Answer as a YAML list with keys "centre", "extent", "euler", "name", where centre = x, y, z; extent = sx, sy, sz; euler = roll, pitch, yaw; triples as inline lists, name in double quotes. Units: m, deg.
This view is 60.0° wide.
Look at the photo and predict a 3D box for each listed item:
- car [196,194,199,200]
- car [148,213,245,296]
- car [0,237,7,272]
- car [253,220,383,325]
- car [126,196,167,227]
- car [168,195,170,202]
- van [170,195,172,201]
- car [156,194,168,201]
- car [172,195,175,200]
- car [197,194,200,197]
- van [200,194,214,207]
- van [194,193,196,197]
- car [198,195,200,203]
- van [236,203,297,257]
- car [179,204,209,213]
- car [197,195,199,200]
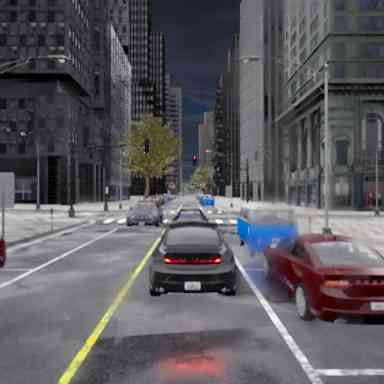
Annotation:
- centre: [2.397, 1.626, 72.297]
  extent: [2.008, 1.369, 4.403]
  euler: [0, 0, 0]
  name: "car"
- centre: [0.019, 1.509, 8.641]
  extent: [1.837, 1.490, 4.892]
  euler: [0, 0, 0]
  name: "car"
- centre: [-5.811, 1.548, 7.110]
  extent: [1.887, 1.381, 4.507]
  euler: [0, 0, 0]
  name: "car"
- centre: [2.744, 1.548, 7.135]
  extent: [1.887, 1.381, 4.507]
  euler: [0, 0, 0]
  name: "car"
- centre: [-3.115, 1.365, 22.723]
  extent: [2.097, 1.767, 4.553]
  euler: [0, 0, 0]
  name: "car"
- centre: [-6.097, 1.617, 66.361]
  extent: [2.008, 1.369, 4.403]
  euler: [0, 0, 0]
  name: "car"
- centre: [-6.151, 1.425, 76.938]
  extent: [1.690, 1.788, 3.998]
  euler: [0, 0, 0]
  name: "van"
- centre: [-6.070, 1.373, 61.072]
  extent: [2.192, 1.841, 5.009]
  euler: [0, 0, 0]
  name: "car"
- centre: [-6.206, 1.669, 87.515]
  extent: [1.947, 1.339, 4.313]
  euler: [0, 0, 0]
  name: "car"
- centre: [2.425, 1.648, 66.884]
  extent: [1.802, 1.307, 4.206]
  euler: [0, 0, 0]
  name: "car"
- centre: [2.509, 1.384, 50.644]
  extent: [1.690, 1.788, 3.998]
  euler: [0, 0, 0]
  name: "van"
- centre: [2.287, 1.456, 93.950]
  extent: [1.690, 1.788, 3.998]
  euler: [0, 0, 0]
  name: "van"
- centre: [2.480, 1.616, 56.057]
  extent: [1.947, 1.339, 4.313]
  euler: [0, 0, 0]
  name: "car"
- centre: [2.717, 1.347, 12.660]
  extent: [1.690, 1.788, 3.998]
  euler: [0, 0, 0]
  name: "van"
- centre: [-0.079, 1.574, 17.588]
  extent: [1.994, 1.385, 4.181]
  euler: [0, 0, 0]
  name: "car"
- centre: [2.453, 1.603, 61.470]
  extent: [1.887, 1.381, 4.507]
  euler: [0, 0, 0]
  name: "car"
